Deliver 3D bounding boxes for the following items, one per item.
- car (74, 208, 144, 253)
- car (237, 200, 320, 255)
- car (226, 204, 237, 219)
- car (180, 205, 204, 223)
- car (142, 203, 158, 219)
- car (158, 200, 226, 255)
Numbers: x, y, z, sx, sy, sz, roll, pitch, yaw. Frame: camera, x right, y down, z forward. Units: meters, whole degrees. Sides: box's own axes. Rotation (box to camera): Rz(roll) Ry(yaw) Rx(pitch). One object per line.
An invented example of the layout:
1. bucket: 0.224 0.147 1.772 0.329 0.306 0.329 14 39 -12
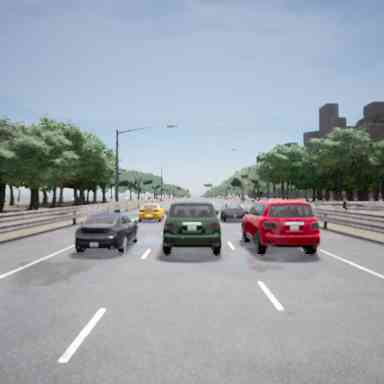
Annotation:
1. car: -3.496 1.643 14.306 1.837 1.490 4.892 0 0 0
2. car: 3.500 1.349 14.036 2.150 2.045 5.566 0 0 0
3. car: 3.504 1.761 29.300 2.128 1.511 4.902 0 0 0
4. car: 0.001 1.868 29.113 1.895 1.301 4.718 0 0 0
5. car: -3.494 1.747 29.472 1.882 1.535 5.008 0 0 0
6. car: 0.000 1.348 14.010 2.150 2.045 5.566 0 0 0
